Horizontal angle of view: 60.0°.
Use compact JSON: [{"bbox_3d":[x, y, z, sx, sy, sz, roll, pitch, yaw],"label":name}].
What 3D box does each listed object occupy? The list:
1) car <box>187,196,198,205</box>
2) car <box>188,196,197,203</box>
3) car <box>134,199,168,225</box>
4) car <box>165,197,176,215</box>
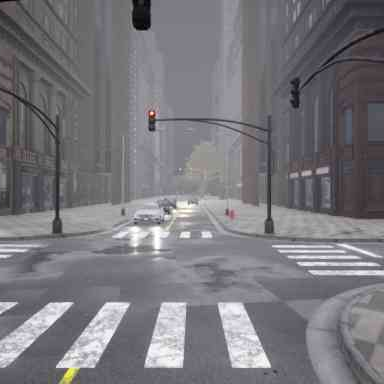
[{"bbox_3d":[0.146,1.580,58.507,2.033,1.411,5.357,0,0,0],"label":"car"},{"bbox_3d":[0.169,1.574,69.769,1.812,1.442,4.674,0,0,0],"label":"car"},{"bbox_3d":[-3.075,1.526,24.504,1.812,1.442,4.674,0,0,0],"label":"car"},{"bbox_3d":[-3.067,1.552,34.914,2.033,1.411,5.357,0,0,0],"label":"car"}]
